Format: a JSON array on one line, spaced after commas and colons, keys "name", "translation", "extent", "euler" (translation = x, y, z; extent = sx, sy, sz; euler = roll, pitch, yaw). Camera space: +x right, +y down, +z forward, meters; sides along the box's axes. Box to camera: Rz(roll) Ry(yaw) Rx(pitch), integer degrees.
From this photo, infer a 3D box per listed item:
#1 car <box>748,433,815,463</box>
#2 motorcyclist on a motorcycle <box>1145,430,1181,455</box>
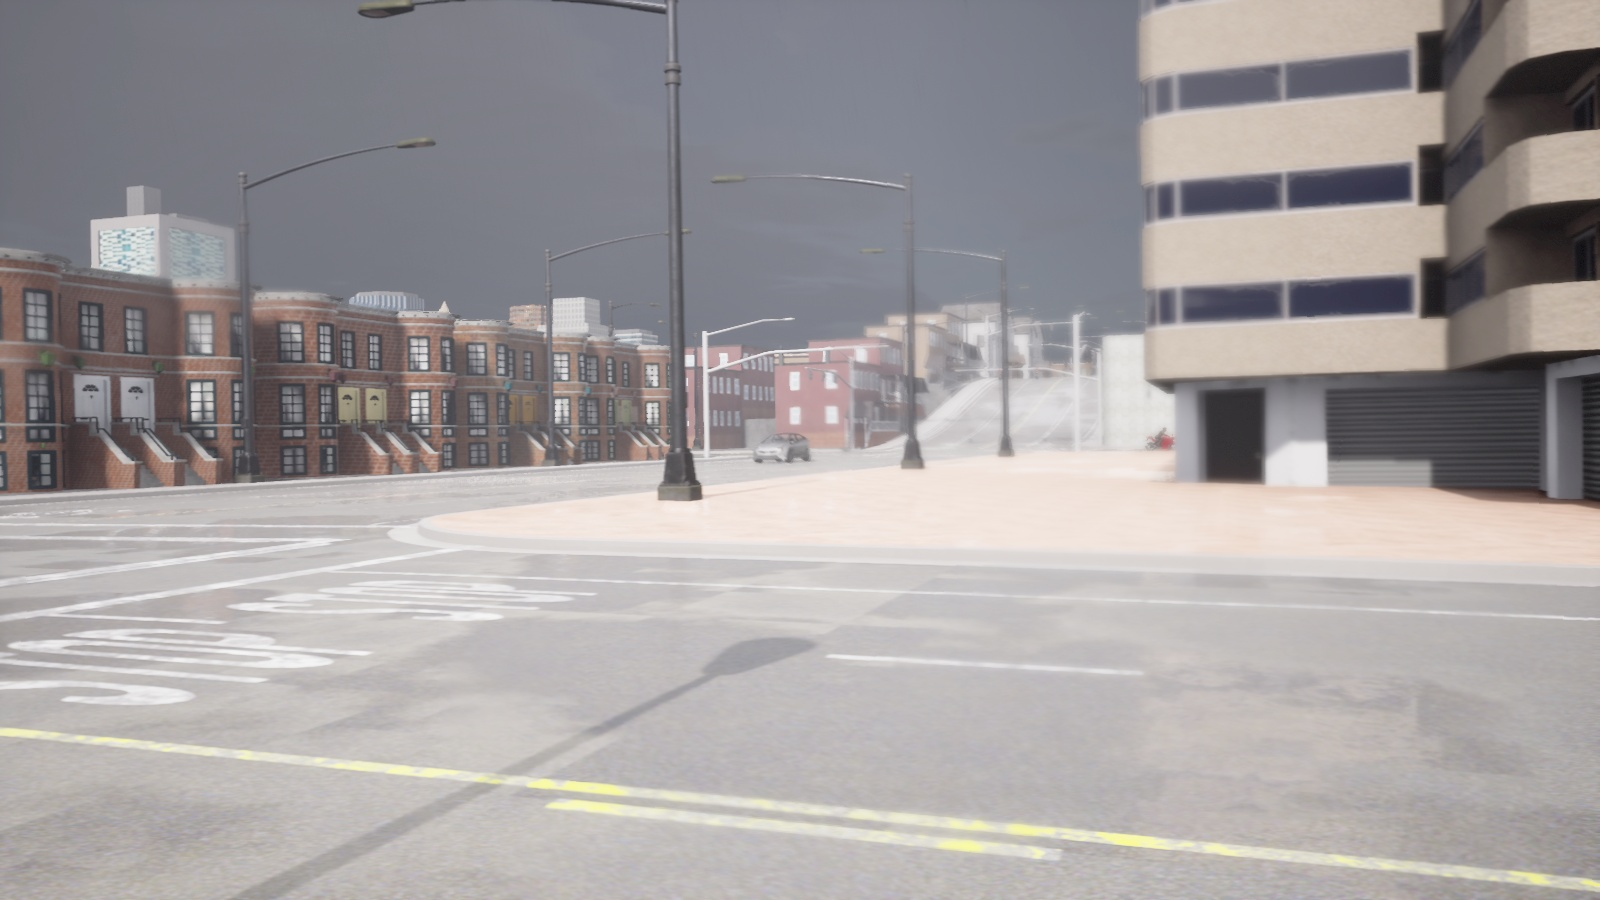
[{"name": "car", "translation": [-0.899, -0.129, 65.020], "extent": [2.007, 1.525, 4.514], "euler": [0, 1, 20]}, {"name": "motorcyclist on a motorcycle", "translation": [22.276, -0.459, 77.131], "extent": [2.044, 1.523, 0.797], "euler": [0, 1, 20]}]
